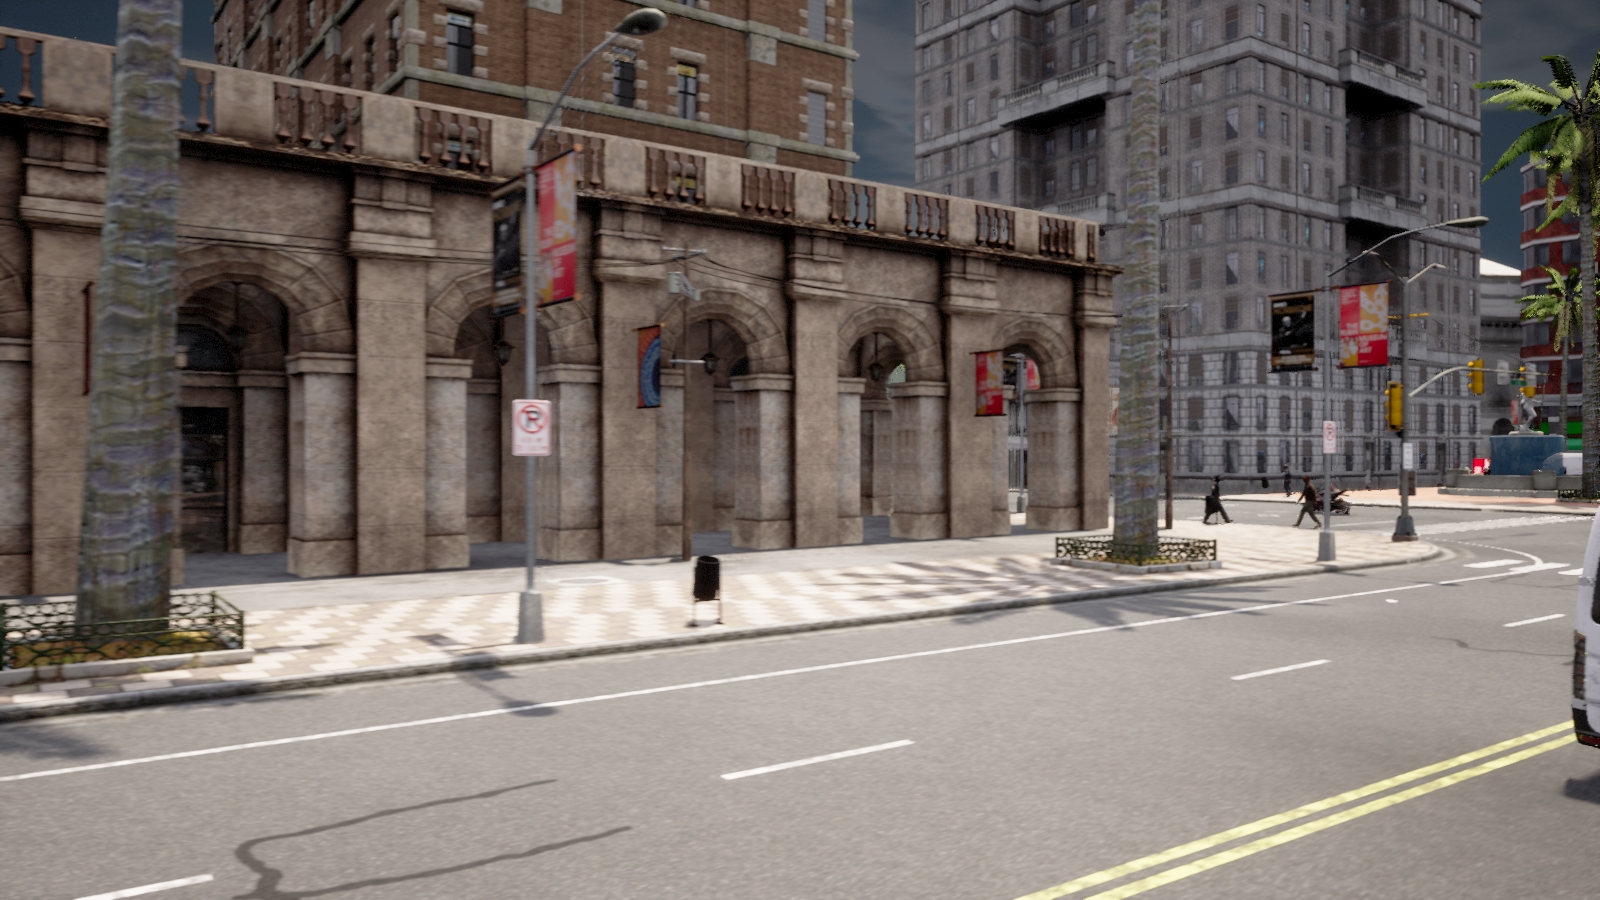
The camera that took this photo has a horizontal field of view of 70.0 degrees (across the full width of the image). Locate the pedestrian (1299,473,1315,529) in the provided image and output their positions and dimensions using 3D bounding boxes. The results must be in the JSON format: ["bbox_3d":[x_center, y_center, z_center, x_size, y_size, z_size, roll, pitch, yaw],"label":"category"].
[{"bbox_3d":[16.944,1.699,38.188,0.375,1.860,0.375,0,0,7],"label":"pedestrian"}]

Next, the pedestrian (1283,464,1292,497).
[{"bbox_3d":[27.262,1.699,63.889,0.375,1.860,0.375,0,0,-41],"label":"pedestrian"}]

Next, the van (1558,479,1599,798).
[{"bbox_3d":[9.284,1.535,10.385,5.915,2.561,1.988,0,0,-35],"label":"van"}]

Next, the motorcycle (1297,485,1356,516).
[{"bbox_3d":[22.982,2.207,49.940,0.867,1.251,2.209,0,0,-35],"label":"motorcycle"}]

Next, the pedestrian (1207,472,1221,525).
[{"bbox_3d":[14.588,1.698,40.219,0.375,1.860,0.375,0,0,37],"label":"pedestrian"}]
